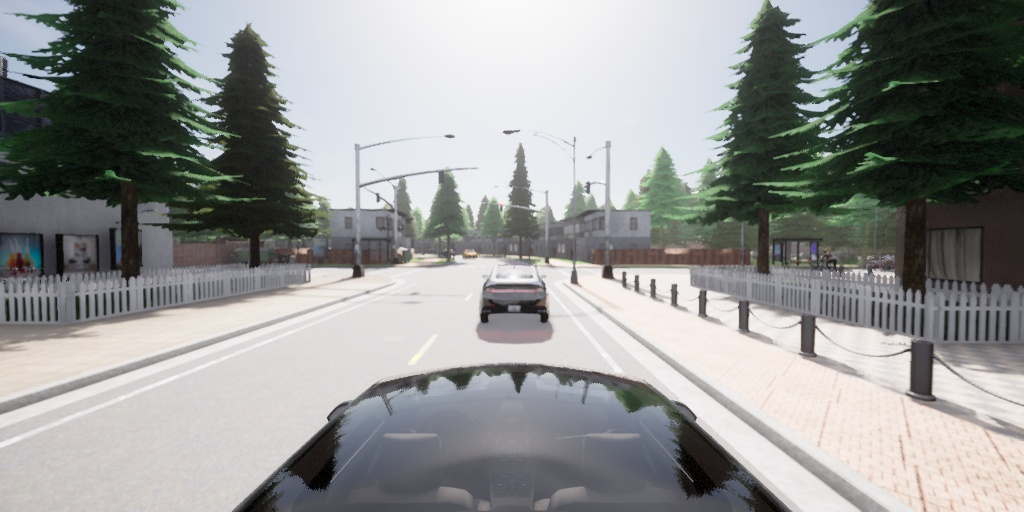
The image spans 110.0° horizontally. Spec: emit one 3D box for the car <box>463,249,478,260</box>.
[{"bbox_3d":[-6.565,-0.278,56.117,1.882,1.535,5.008,0,2,-14],"label":"car"}]

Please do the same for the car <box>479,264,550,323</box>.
[{"bbox_3d":[0.072,0.989,11.004,2.128,1.511,4.902,0,1,0],"label":"car"}]

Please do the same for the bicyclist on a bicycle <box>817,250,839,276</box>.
[{"bbox_3d":[19.922,0.471,22.645,0.582,1.620,1.656,0,1,2],"label":"bicyclist on a bicycle"}]

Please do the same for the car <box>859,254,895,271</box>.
[{"bbox_3d":[31.626,0.543,29.767,4.181,1.385,1.994,0,2,2],"label":"car"}]
